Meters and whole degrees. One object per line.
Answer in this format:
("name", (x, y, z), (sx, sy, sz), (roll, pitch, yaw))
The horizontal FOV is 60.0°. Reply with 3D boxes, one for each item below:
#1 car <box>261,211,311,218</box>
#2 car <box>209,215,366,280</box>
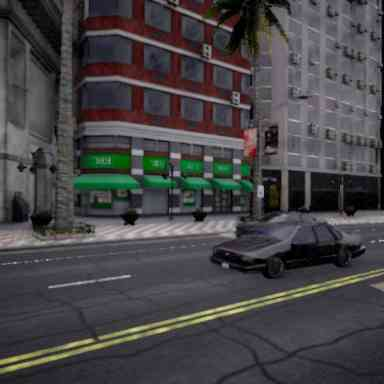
("car", (4.208, 1.630, 15.297), (5.008, 1.535, 1.882), (1, -1, -34))
("car", (3.195, 1.655, 10.464), (5.357, 1.411, 2.033), (1, 0, -31))
